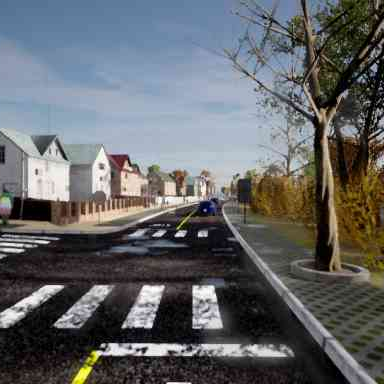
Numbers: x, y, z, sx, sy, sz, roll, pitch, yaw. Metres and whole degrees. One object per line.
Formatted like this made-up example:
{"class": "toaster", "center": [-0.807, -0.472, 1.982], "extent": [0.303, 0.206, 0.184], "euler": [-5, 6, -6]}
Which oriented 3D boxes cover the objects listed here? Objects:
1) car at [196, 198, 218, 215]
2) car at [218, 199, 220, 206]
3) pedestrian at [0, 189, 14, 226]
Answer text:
{"class": "car", "center": [1.462, 1.575, 34.302], "extent": [1.812, 1.442, 4.674], "euler": [0, 0, 4]}
{"class": "car", "center": [4.176, 1.748, 61.255], "extent": [1.812, 1.442, 4.674], "euler": [0, 0, 7]}
{"class": "pedestrian", "center": [-9.530, 0.769, 17.024], "extent": [0.375, 1.860, 0.375], "euler": [0, -3, 0]}
